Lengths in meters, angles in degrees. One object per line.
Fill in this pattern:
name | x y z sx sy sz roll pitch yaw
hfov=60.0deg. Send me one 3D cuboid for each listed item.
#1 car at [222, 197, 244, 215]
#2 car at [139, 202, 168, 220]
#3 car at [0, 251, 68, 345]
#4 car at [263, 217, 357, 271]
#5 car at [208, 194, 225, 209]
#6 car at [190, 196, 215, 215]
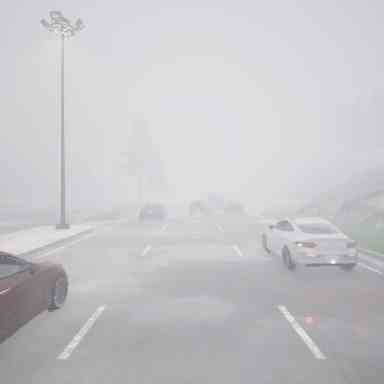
car | 4.388 1.526 34.455 1.812 1.442 4.674 0 0 9
car | -3.197 1.564 28.416 1.994 1.385 4.181 0 0 2
car | -3.401 1.526 4.779 1.812 1.442 4.674 0 0 0
car | 3.597 1.526 10.799 1.812 1.442 4.674 0 0 0
car | 3.412 1.221 44.486 2.150 2.045 5.566 0 0 16
car | 0.928 1.505 34.310 1.837 1.490 4.892 0 0 9
